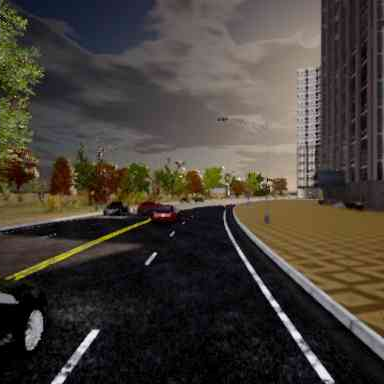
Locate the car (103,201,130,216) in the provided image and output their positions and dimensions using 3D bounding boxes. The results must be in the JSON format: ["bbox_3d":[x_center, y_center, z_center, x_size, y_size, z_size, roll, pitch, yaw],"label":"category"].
[{"bbox_3d":[-8.018,1.759,35.829,1.812,1.442,4.674,0,-1,6],"label":"car"}]

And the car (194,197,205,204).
[{"bbox_3d":[1.757,1.894,77.193,1.882,1.535,5.008,0,0,11],"label":"car"}]

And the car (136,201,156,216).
[{"bbox_3d":[-4.682,1.725,36.539,1.882,1.535,5.008,0,0,6],"label":"car"}]

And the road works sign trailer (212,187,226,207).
[{"bbox_3d":[4.921,0.898,59.266,2.380,3.560,2.880,0,0,10],"label":"road works sign trailer"}]

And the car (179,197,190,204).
[{"bbox_3d":[-1.659,1.987,76.733,1.812,1.442,4.674,0,0,11],"label":"car"}]

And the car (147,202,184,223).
[{"bbox_3d":[-2.048,1.753,27.346,1.994,1.385,4.181,0,0,4],"label":"car"}]

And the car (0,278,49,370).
[{"bbox_3d":[-3.103,1.521,3.147,1.837,1.490,4.892,0,0,0],"label":"car"}]
